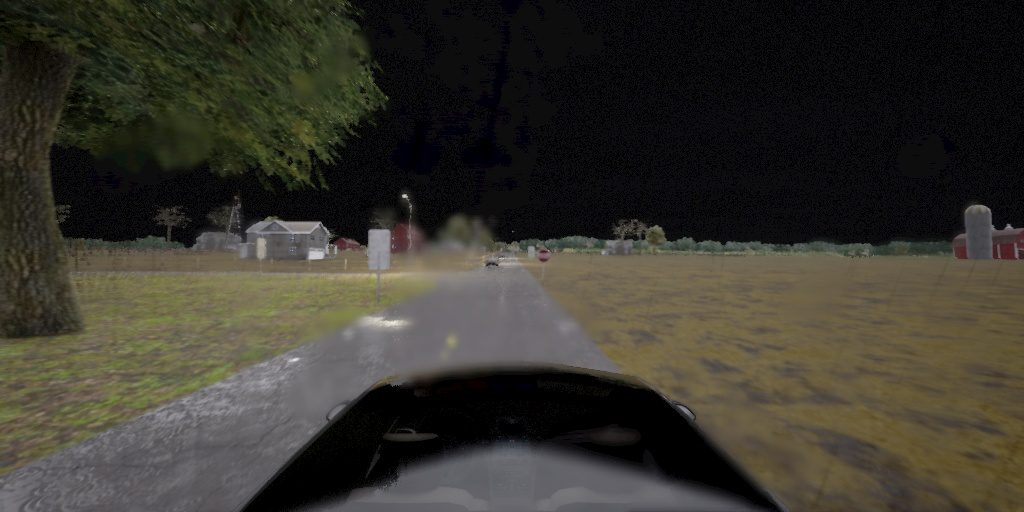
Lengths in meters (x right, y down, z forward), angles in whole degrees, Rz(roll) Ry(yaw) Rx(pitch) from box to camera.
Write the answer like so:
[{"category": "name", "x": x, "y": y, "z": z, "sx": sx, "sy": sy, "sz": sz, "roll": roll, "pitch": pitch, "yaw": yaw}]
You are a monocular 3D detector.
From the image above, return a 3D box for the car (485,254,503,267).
[{"category": "car", "x": -2.818, "y": 0.888, "z": 51.829, "sx": 2.033, "sy": 1.411, "sz": 5.357, "roll": 0, "pitch": 1, "yaw": 0}]
